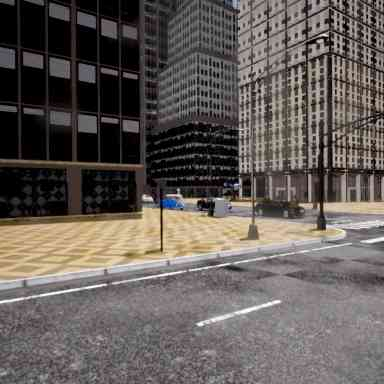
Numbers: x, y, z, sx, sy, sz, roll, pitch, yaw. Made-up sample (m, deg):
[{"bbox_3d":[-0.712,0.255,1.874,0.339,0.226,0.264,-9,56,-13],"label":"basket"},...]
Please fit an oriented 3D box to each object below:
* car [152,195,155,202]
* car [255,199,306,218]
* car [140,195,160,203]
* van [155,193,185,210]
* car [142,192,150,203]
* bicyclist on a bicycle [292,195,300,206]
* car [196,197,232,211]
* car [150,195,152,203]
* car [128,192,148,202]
[{"bbox_3d":[-3.242,1.349,45.395,1.812,1.442,4.674,-1,1,-34],"label":"car"},{"bbox_3d":[7.679,1.420,29.205,1.837,1.490,4.892,-1,1,-34],"label":"car"},{"bbox_3d":[-7.855,1.239,62.567,1.887,1.381,4.507,0,0,-34],"label":"car"},{"bbox_3d":[-2.401,1.211,39.514,1.690,1.788,3.998,0,0,-34],"label":"van"},{"bbox_3d":[-8.578,1.254,59.002,1.812,1.442,4.674,-1,1,-34],"label":"car"},{"bbox_3d":[11.987,1.119,38.432,1.656,1.620,0.582,-1,1,-34],"label":"bicyclist on a bicycle"},{"bbox_3d":[2.407,1.362,37.015,2.128,1.511,4.902,-1,1,-34],"label":"car"},{"bbox_3d":[-4.755,1.036,57.975,2.192,1.841,5.009,0,0,-34],"label":"car"},{"bbox_3d":[-10.955,0.982,67.157,2.192,1.841,5.009,0,0,-34],"label":"car"}]
